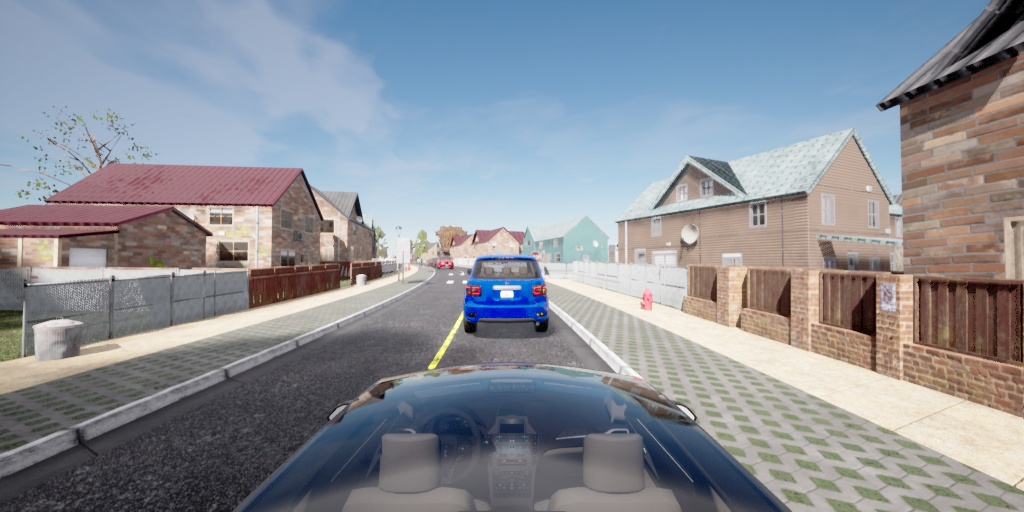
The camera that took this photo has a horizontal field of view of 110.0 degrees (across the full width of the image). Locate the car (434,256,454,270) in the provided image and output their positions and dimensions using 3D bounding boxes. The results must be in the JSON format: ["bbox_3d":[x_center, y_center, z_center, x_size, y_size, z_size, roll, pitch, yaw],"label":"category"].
[{"bbox_3d":[-9.806,0.975,52.667,2.150,2.045,5.566,0,0,-15],"label":"car"}]

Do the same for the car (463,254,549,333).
[{"bbox_3d":[-0.217,0.974,10.927,2.150,2.045,5.566,0,0,-2],"label":"car"}]
